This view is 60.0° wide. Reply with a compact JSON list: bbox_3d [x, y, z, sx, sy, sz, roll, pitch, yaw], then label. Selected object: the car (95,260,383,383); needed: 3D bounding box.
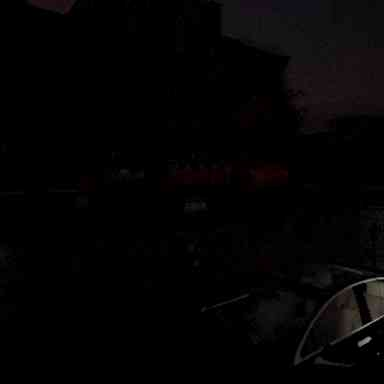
[{"bbox_3d":[1.133,1.536,3.644,4.403,1.369,2.008,0,-1,-35],"label":"car"}]
